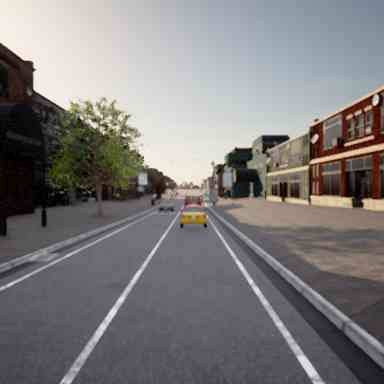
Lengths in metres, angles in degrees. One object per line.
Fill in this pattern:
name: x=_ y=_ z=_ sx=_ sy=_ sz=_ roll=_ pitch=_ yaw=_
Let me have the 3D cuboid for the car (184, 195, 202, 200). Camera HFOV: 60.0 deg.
car: x=0.124 y=1.432 z=42.184 sx=2.150 sy=2.045 sz=5.566 roll=0 pitch=0 yaw=0

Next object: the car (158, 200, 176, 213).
car: x=-3.064 y=1.717 z=41.110 sx=1.837 sy=1.490 sz=4.892 roll=0 pitch=0 yaw=0

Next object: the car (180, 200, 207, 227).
car: x=0.113 y=1.596 z=24.045 sx=1.801 sy=1.575 sz=5.366 roll=0 pitch=0 yaw=0
